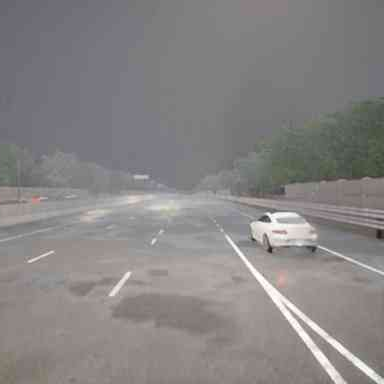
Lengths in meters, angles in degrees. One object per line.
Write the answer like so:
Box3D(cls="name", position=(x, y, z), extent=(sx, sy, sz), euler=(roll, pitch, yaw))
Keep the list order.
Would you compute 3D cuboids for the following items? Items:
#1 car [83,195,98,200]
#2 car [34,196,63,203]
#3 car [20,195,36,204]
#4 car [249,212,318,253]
Box3D(cls="car", position=(-17.581, 1.236, 58.319), extent=(1.837, 1.490, 4.892), euler=(0, 0, 0))
Box3D(cls="car", position=(-17.601, 1.573, 41.886), extent=(1.994, 1.385, 4.181), euler=(0, 0, 0))
Box3D(cls="car", position=(-28.081, 1.400, 58.197), extent=(2.097, 1.767, 4.553), euler=(0, 0, 0))
Box3D(cls="car", position=(3.617, 1.533, 13.664), extent=(1.812, 1.442, 4.674), euler=(0, 0, -1))
